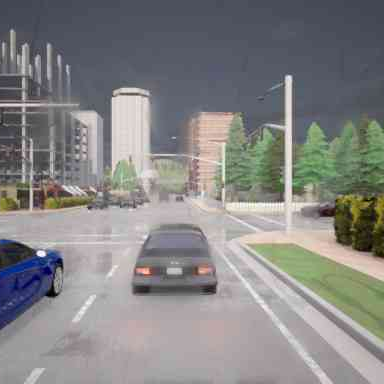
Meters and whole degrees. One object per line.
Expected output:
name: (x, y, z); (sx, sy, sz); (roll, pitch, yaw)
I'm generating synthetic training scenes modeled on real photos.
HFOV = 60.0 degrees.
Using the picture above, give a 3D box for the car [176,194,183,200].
car: (-3.167, 1.326, 84.873); (1.837, 1.490, 4.892); (0, 0, -2)

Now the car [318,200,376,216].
car: (14.714, 1.526, 31.691); (4.674, 1.442, 1.812); (0, 0, -1)

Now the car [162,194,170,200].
car: (-6.665, 1.351, 84.745); (1.812, 1.442, 4.674); (0, 0, -2)

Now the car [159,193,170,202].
car: (-6.317, 1.217, 75.211); (2.150, 2.045, 5.566); (0, 0, -2)

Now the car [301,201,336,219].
car: (11.779, 1.478, 28.178); (5.008, 1.535, 1.882); (0, 0, -1)

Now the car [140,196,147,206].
car: (-9.175, 1.564, 55.191); (1.994, 1.385, 4.181); (0, 0, -2)

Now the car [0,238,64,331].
car: (-3.723, 1.478, 5.526); (1.882, 1.535, 5.008); (0, 0, -3)

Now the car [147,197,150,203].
car: (-9.522, 1.564, 66.530); (1.994, 1.385, 4.181); (0, 0, -1)

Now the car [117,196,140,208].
car: (-8.881, 1.564, 46.829); (1.994, 1.385, 4.181); (0, 0, -2)

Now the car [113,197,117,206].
car: (-12.635, 1.547, 53.858); (2.033, 1.411, 5.357); (0, 0, -2)

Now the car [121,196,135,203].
car: (-13.072, 1.547, 68.379); (2.033, 1.411, 5.357); (0, 0, -2)

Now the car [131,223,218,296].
car: (-0.409, 1.547, 8.820); (2.033, 1.411, 5.357); (0, 0, -2)

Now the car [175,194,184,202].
car: (-2.831, 1.493, 75.659); (1.837, 1.490, 4.892); (0, 0, -2)

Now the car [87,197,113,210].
car: (-12.278, 1.547, 43.820); (2.033, 1.411, 5.357); (0, 0, -2)
